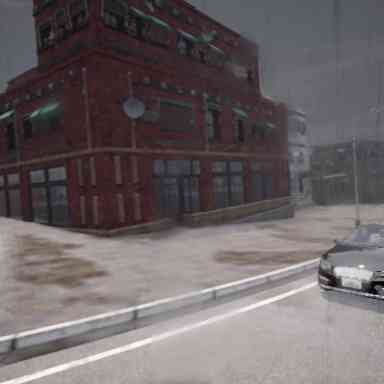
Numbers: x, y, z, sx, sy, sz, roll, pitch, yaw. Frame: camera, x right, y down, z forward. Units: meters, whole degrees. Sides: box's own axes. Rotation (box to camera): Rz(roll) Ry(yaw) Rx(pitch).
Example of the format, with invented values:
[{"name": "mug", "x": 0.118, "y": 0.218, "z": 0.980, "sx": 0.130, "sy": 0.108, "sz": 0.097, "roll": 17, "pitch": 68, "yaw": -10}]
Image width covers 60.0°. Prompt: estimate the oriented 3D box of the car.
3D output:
[{"name": "car", "x": 4.868, "y": 1.559, "z": 8.322, "sx": 2.128, "sy": 1.511, "sz": 4.902, "roll": -1, "pitch": -1, "yaw": 44}]
